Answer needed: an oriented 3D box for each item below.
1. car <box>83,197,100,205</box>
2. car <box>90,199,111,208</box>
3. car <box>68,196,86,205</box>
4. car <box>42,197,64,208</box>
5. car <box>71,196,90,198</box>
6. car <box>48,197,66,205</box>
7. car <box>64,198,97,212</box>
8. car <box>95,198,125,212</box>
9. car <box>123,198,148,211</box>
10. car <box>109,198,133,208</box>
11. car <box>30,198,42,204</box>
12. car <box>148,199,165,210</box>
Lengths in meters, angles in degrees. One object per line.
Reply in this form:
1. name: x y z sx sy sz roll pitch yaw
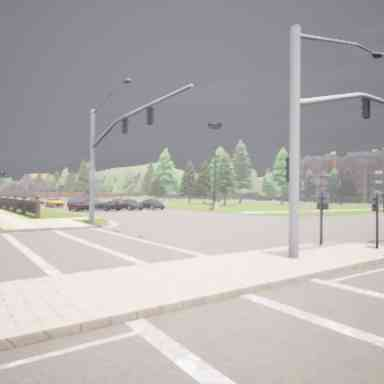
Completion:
1. car: -20.844 1.786 68.900 1.837 1.490 4.892 1 -1 -36
2. car: -15.247 1.857 55.154 1.895 1.301 4.718 1 -1 -36
3. car: -22.700 1.603 65.509 2.097 1.767 4.553 1 -1 -36
4. car: -21.171 1.641 51.393 1.882 1.535 5.008 1 -1 -36
5. car: -18.175 1.687 53.228 1.882 1.535 5.008 1 0 -36
6. car: -26.064 1.750 64.179 2.033 1.411 5.357 1 -1 -36
7. car: -13.921 1.766 41.437 1.895 1.301 4.718 1 -1 -36
8. car: -10.972 1.812 43.334 1.895 1.301 4.718 1 -1 -36
9. car: -8.455 1.762 45.827 1.837 1.490 4.892 1 -1 -36
10. car: -12.157 1.790 56.864 2.128 1.511 4.902 1 0 -36
11. car: -29.358 1.725 62.754 1.994 1.385 4.181 1 -1 -36
12. car: -5.722 1.808 48.023 1.837 1.490 4.892 1 -1 -36
